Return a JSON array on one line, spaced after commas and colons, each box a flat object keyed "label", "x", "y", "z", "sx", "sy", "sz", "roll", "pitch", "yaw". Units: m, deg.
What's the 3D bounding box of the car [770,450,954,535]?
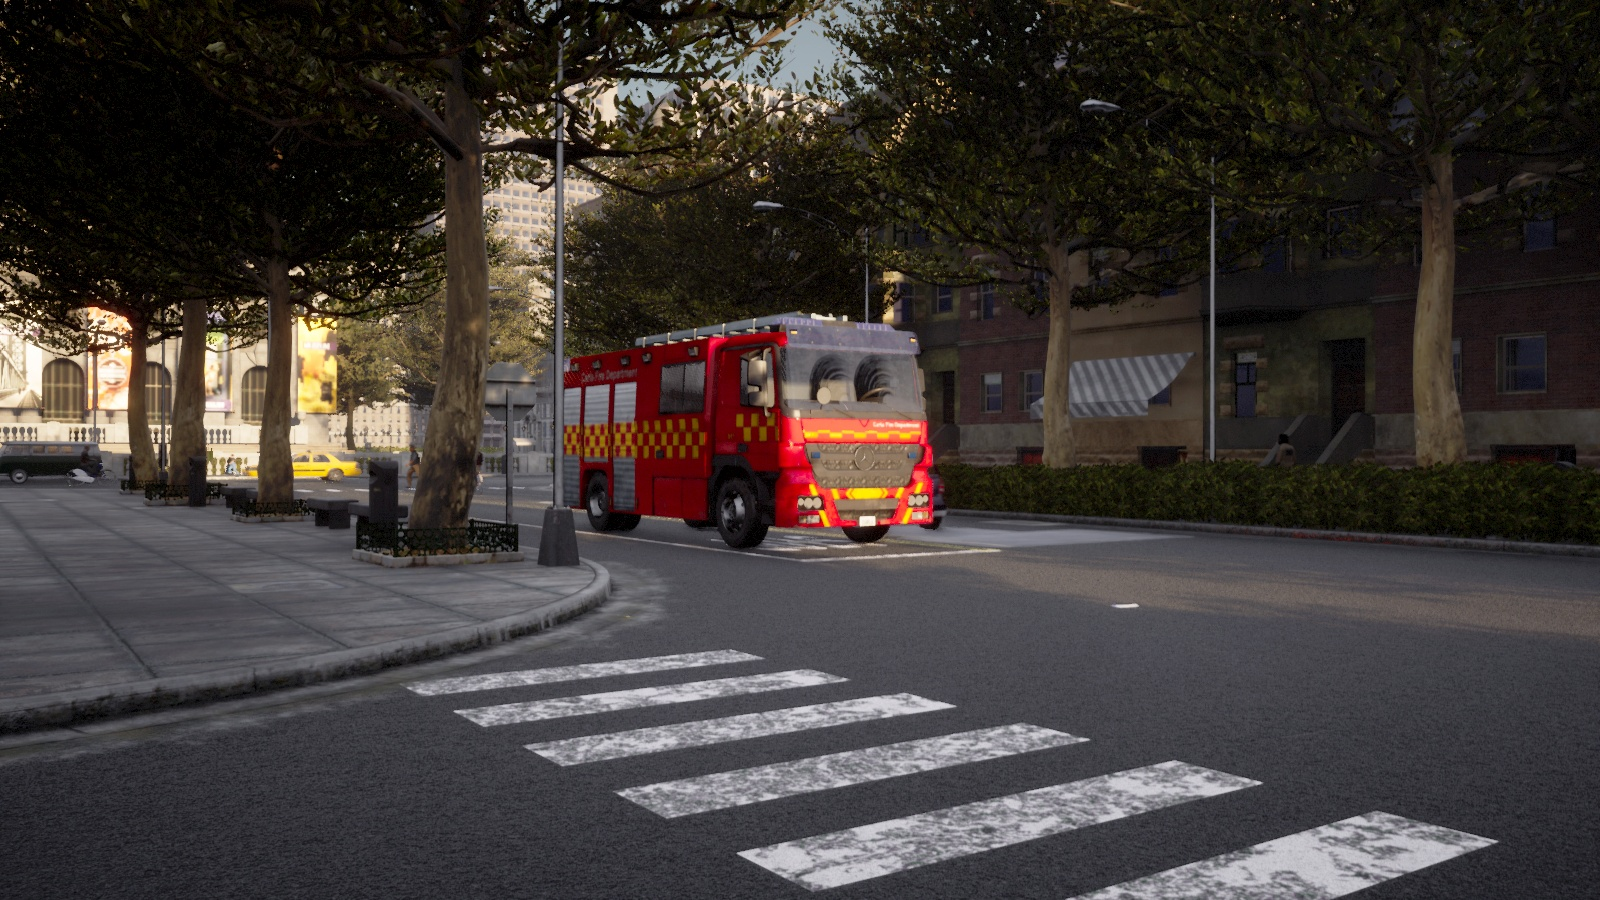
[{"label": "car", "x": 1.162, "y": 0.778, "z": 25.033, "sx": 1.789, "sy": 1.549, "sz": 3.705, "roll": 0, "pitch": 0, "yaw": -34}]

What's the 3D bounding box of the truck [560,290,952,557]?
[{"label": "truck", "x": -1.199, "y": -0.366, "z": 22.272, "sx": 2.891, "sy": 3.827, "sz": 8.468, "roll": 0, "pitch": 0, "yaw": -34}]

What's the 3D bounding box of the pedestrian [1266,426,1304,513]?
[{"label": "pedestrian", "x": 10.924, "y": 0.441, "z": 28.271, "sx": 0.396, "sy": 1.930, "sz": 0.692, "roll": 0, "pitch": 0, "yaw": -33}]

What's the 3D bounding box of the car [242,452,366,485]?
[{"label": "car", "x": -24.360, "y": 0.883, "z": 61.802, "sx": 5.366, "sy": 1.575, "sz": 1.801, "roll": 0, "pitch": 0, "yaw": -37}]

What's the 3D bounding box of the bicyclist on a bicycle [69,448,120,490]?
[{"label": "bicyclist on a bicycle", "x": -30.173, "y": 0.809, "z": 53.714, "sx": 1.843, "sy": 1.776, "sz": 0.659, "roll": 0, "pitch": 0, "yaw": -34}]

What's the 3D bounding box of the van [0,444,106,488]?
[{"label": "van", "x": -35.129, "y": 0.715, "z": 58.825, "sx": 4.442, "sy": 1.987, "sz": 1.775, "roll": 0, "pitch": 0, "yaw": -34}]

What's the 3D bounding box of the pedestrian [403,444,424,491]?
[{"label": "pedestrian", "x": -15.480, "y": 0.703, "z": 50.268, "sx": 0.694, "sy": 1.848, "sz": 0.540, "roll": 0, "pitch": 0, "yaw": -27}]
